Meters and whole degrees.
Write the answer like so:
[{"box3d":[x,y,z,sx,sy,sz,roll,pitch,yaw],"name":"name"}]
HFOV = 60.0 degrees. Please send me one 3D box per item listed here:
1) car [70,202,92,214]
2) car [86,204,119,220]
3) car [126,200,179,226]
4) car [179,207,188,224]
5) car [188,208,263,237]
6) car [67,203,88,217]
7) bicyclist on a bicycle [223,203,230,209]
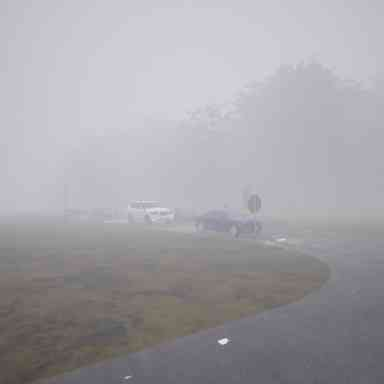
[{"box3d":[-17.933,2.554,53.714,2.097,1.767,4.553,-1,-1,-36],"name":"car"},{"box3d":[-9.809,2.292,37.272,1.837,1.490,4.892,-1,-1,-36],"name":"car"},{"box3d":[-3.784,1.756,28.812,2.150,2.045,5.566,-1,-1,-35],"name":"car"},{"box3d":[-1.225,2.051,30.283,1.994,1.385,4.181,-1,-1,-35],"name":"car"},{"box3d":[2.143,1.779,20.480,1.882,1.535,5.008,-1,-1,-35],"name":"car"},{"box3d":[-15.734,2.520,45.669,1.882,1.535,5.008,-1,-1,-36],"name":"car"},{"box3d":[3.021,1.847,29.563,1.656,1.620,0.582,0,-1,-36],"name":"bicyclist on a bicycle"}]
